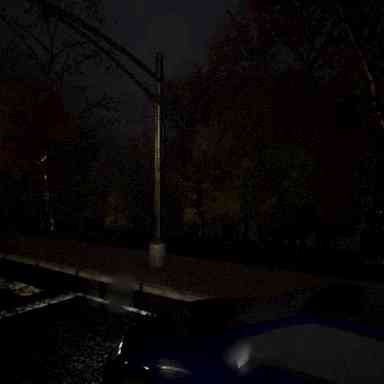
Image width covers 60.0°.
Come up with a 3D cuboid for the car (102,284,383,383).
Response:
[{"bbox_3d":[1.158,1.564,2.857,4.181,1.385,1.994,0,0,35],"label":"car"}]
